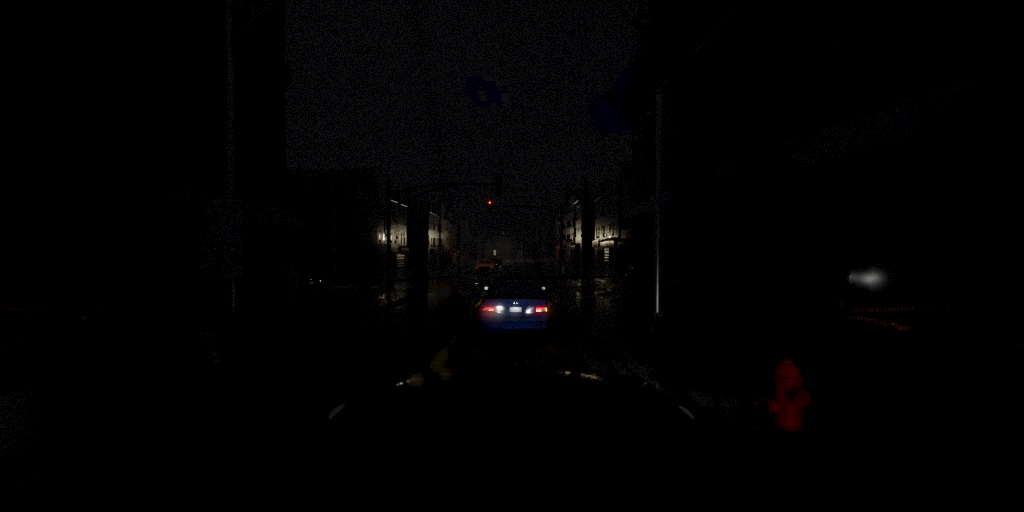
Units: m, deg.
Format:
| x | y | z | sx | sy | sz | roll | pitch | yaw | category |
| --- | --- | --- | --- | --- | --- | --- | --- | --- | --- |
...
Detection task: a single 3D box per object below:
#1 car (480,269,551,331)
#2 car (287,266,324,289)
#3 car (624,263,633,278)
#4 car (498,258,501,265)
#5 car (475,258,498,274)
| x | y | z | sx | sy | sz | roll | pitch | yaw | category |
| --- | --- | --- | --- | --- | --- | --- | --- | --- | --- |
| 0.088 | 1.286 | 10.842 | 2.033 | 1.411 | 5.357 | 0 | 0 | 0 | car |
| -14.800 | 1.378 | 23.102 | 4.892 | 1.490 | 1.837 | 0 | 1 | -2 | car |
| 10.572 | 0.732 | 26.162 | 4.553 | 1.767 | 2.097 | -2 | 1 | 1 | car |
| -2.855 | 1.036 | 49.719 | 1.837 | 1.490 | 4.892 | 0 | 0 | -1 | car |
| -2.851 | 1.082 | 38.707 | 1.882 | 1.535 | 5.008 | 0 | 0 | 0 | car |
